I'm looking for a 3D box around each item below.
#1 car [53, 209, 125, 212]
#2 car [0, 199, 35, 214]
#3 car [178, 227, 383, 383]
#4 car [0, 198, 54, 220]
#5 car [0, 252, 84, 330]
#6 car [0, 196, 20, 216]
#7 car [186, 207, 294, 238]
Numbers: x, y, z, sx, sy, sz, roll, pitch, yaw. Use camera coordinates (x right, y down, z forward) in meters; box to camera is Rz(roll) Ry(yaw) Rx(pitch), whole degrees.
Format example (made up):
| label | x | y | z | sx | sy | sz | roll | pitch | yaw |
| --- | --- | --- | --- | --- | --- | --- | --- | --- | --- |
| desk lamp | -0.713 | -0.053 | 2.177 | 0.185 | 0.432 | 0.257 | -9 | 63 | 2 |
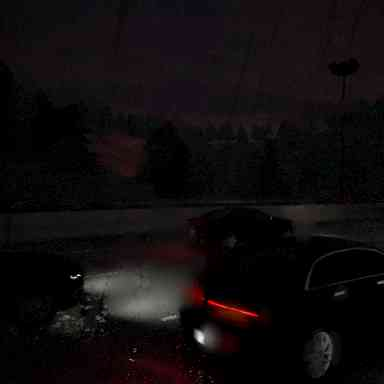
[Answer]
| label | x | y | z | sx | sy | sz | roll | pitch | yaw |
| --- | --- | --- | --- | --- | --- | --- | --- | --- | --- |
| car | -6.384 | 1.291 | 20.761 | 4.674 | 1.442 | 1.812 | 0 | 1 | -34 |
| car | -10.872 | 1.209 | 21.934 | 4.902 | 1.511 | 2.128 | 0 | 1 | -34 |
| car | 2.110 | 1.473 | 5.319 | 4.892 | 1.490 | 1.837 | 0 | 0 | -34 |
| car | -13.264 | 1.223 | 24.564 | 5.357 | 1.411 | 2.033 | 0 | 1 | -35 |
| car | -4.214 | 1.423 | 5.135 | 4.892 | 1.490 | 1.837 | 0 | 0 | -36 |
| car | -16.605 | 1.109 | 26.457 | 5.008 | 1.535 | 1.882 | 0 | 1 | -35 |
| car | 2.123 | 1.373 | 13.756 | 5.008 | 1.535 | 1.882 | 0 | 0 | -32 |
